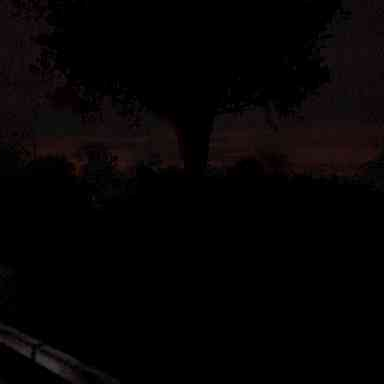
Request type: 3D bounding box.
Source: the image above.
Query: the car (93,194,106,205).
[{"bbox_3d":[-15.560,1.189,55.670,2.097,1.767,4.553,0,0,34],"label":"car"}]
